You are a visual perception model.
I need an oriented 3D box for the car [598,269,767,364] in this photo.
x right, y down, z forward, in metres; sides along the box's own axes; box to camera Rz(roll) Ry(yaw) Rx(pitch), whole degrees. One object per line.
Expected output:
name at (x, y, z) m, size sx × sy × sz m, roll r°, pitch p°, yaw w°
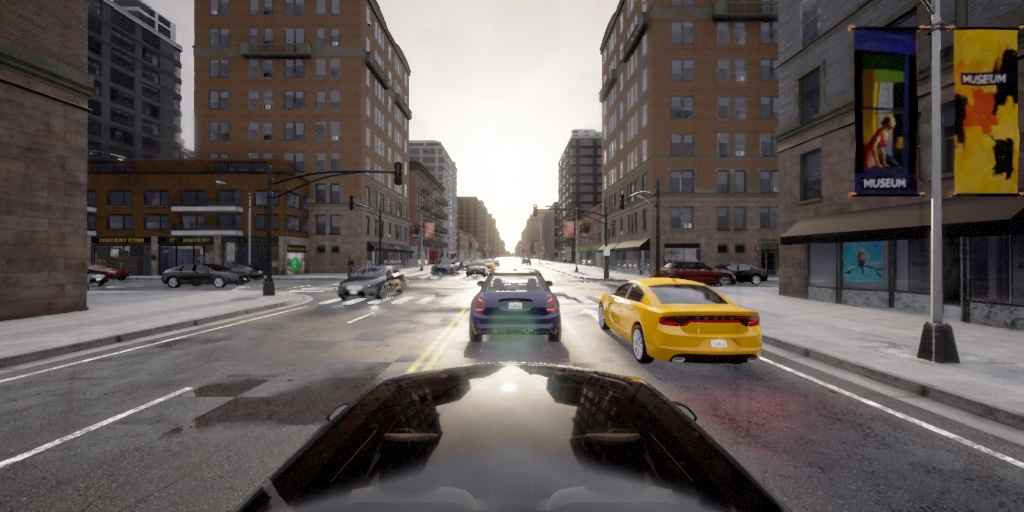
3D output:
car at (3.317, 1.228, 8.133) m, size 1.882 × 1.535 × 5.008 m, roll 0°, pitch 0°, yaw 1°

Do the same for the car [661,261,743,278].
car at (12.036, 1.124, 23.530) m, size 4.553 × 1.767 × 2.097 m, roll 0°, pitch 0°, yaw 3°

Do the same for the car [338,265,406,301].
car at (-6.622, 1.234, 17.452) m, size 2.128 × 1.511 × 4.902 m, roll 0°, pitch 0°, yaw 0°

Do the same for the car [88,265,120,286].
car at (-29.101, 1.232, 23.146) m, size 4.902 × 1.511 × 2.128 m, roll 0°, pitch 0°, yaw 0°

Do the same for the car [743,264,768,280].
car at (15.849, 1.268, 26.282) m, size 5.008 × 1.535 × 1.882 m, roll 0°, pitch 0°, yaw 1°

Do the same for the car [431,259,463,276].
car at (-6.733, 1.101, 36.435) m, size 2.097 × 1.767 × 4.553 m, roll 0°, pitch 0°, yaw 2°

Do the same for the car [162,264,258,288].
car at (-19.613, 1.249, 23.110) m, size 4.892 × 1.490 × 1.837 m, roll 0°, pitch 0°, yaw 0°

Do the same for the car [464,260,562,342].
car at (0.079, 1.102, 9.935) m, size 2.097 × 1.767 × 4.553 m, roll 0°, pitch 0°, yaw 0°

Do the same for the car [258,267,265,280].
car at (-22.161, 1.330, 28.605) m, size 4.313 × 1.339 × 1.948 m, roll 0°, pitch 0°, yaw 0°

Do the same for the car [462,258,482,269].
car at (-3.395, 1.255, 35.104) m, size 1.837 × 1.490 × 4.892 m, roll 0°, pitch 0°, yaw 0°

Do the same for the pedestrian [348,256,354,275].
pedestrian at (-14.183, 0.920, 31.452) m, size 0.375 × 1.860 × 0.375 m, roll 0°, pitch 0°, yaw 0°

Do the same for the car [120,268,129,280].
car at (-33.184, 1.344, 28.646) m, size 4.207 × 1.307 × 1.802 m, roll 0°, pitch 0°, yaw 0°
